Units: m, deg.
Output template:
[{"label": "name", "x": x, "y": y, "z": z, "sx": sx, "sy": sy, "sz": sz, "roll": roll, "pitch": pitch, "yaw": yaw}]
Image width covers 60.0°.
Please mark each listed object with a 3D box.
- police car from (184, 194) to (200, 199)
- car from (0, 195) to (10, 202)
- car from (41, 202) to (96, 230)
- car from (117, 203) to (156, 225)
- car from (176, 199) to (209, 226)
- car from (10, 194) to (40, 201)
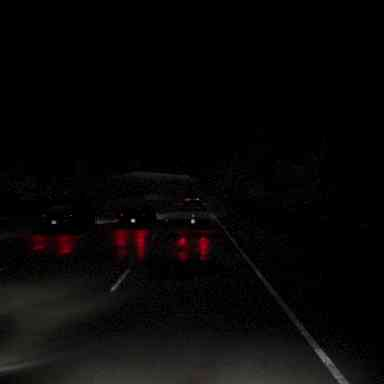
[{"label": "police car", "x": 0.017, "y": 0.999, "z": 41.548, "sx": 2.038, "sy": 1.542, "sz": 4.974, "roll": 0, "pitch": 0, "yaw": 0}, {"label": "car", "x": -24.554, "y": 0.985, "z": 46.583, "sx": 2.033, "sy": 1.411, "sz": 5.357, "roll": 0, "pitch": 1, "yaw": 1}, {"label": "car", "x": -6.898, "y": 1.296, "z": 18.913, "sx": 1.812, "sy": 1.442, "sz": 4.674, "roll": 0, "pitch": 1, "yaw": 0}, {"label": "car", "x": -3.397, "y": 1.341, "z": 21.399, "sx": 1.895, "sy": 1.301, "sz": 4.718, "roll": 0, "pitch": 1, "yaw": 0}, {"label": "car", "x": 0.064, "y": 1.346, "z": 20.997, "sx": 1.895, "sy": 1.301, "sz": 4.718, "roll": 0, "pitch": 1, "yaw": 0}, {"label": "car", "x": -21.071, "y": 1.006, "z": 43.016, "sx": 1.812, "sy": 1.442, "sz": 4.674, "roll": 0, "pitch": 0, "yaw": 0}]
